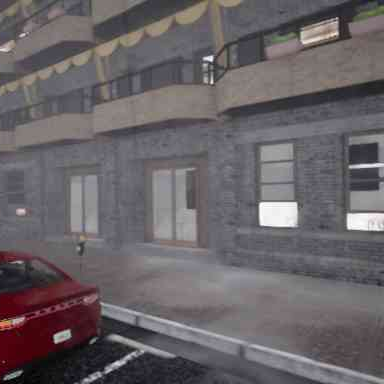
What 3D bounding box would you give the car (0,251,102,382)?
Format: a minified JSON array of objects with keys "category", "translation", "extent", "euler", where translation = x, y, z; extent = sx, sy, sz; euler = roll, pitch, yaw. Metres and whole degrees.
[{"category":"car","translation":[-3.367,1.622,5.280],"extent":[4.507,1.381,1.887],"euler":[-1,-1,36]}]
